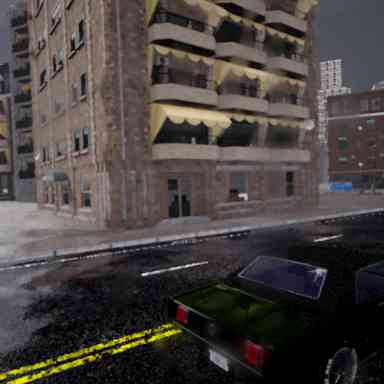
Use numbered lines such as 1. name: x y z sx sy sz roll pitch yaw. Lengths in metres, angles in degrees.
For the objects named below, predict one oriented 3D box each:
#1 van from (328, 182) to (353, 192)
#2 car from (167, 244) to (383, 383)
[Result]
1. van: 25.867 -0.864 57.851 3.998 1.788 1.690 0 1 22
2. car: 2.098 1.458 4.882 4.718 1.301 1.895 -2 1 -35
